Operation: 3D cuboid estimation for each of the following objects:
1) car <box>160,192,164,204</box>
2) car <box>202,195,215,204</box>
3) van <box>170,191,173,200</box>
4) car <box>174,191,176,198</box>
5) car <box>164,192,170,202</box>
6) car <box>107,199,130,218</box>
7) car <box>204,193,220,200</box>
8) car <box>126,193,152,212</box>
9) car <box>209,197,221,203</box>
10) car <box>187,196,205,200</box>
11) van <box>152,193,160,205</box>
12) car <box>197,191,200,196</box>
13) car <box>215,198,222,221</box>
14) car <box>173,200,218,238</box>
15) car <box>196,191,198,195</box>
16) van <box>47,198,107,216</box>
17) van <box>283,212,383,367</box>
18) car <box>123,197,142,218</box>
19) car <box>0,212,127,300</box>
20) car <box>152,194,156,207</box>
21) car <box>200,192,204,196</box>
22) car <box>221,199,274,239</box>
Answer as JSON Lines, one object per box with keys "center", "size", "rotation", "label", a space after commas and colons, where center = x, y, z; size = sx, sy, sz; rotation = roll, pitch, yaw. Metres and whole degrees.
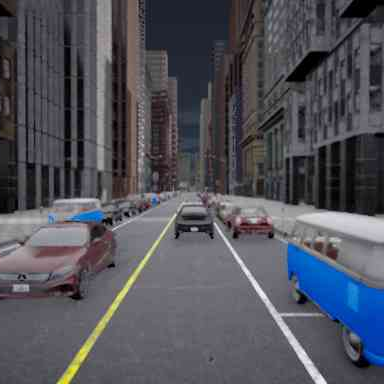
{"center": [-5.755, 1.111, 50.530], "size": [1.967, 1.590, 4.097], "rotation": [0, 0, 0], "label": "car"}
{"center": [2.772, 1.181, 56.174], "size": [1.887, 1.381, 4.507], "rotation": [0, 0, 0], "label": "car"}
{"center": [-5.751, 0.868, 73.075], "size": [1.690, 1.788, 3.998], "rotation": [0, 0, 0], "label": "van"}
{"center": [-5.748, 1.007, 84.349], "size": [2.008, 1.369, 4.403], "rotation": [0, 0, 0], "label": "car"}
{"center": [-5.753, 1.039, 61.803], "size": [1.967, 1.590, 4.097], "rotation": [0, 0, 0], "label": "car"}
{"center": [-5.760, 1.419, 22.348], "size": [1.947, 1.339, 4.313], "rotation": [0, 0, 0], "label": "car"}
{"center": [2.768, 1.186, 39.264], "size": [1.967, 1.590, 4.097], "rotation": [0, 0, 0], "label": "car"}
{"center": [-5.759, 1.095, 33.619], "size": [2.192, 1.841, 5.009], "rotation": [0, 0, 0], "label": "car"}
{"center": [2.766, 1.369, 27.993], "size": [2.008, 1.369, 4.403], "rotation": [0, 0, 0], "label": "car"}
{"center": [0.107, 1.373, 35.034], "size": [1.895, 1.301, 4.718], "rotation": [0, 0, 0], "label": "car"}
{"center": [-5.756, 1.048, 44.893], "size": [1.690, 1.788, 3.998], "rotation": [0, 0, 0], "label": "van"}
{"center": [2.775, 0.968, 73.081], "size": [1.967, 1.590, 4.097], "rotation": [0, 0, 0], "label": "car"}
{"center": [2.765, 1.379, 22.527], "size": [1.752, 1.417, 4.829], "rotation": [0, 0, 0], "label": "car"}
{"center": [0.104, 1.392, 17.110], "size": [1.837, 1.490, 4.892], "rotation": [0, 0, 0], "label": "car"}
{"center": [2.777, 1.024, 84.355], "size": [1.947, 1.339, 4.313], "rotation": [0, 0, 0], "label": "car"}
{"center": [-5.762, 1.231, 16.709], "size": [1.690, 1.788, 3.998], "rotation": [0, 0, 0], "label": "van"}
{"center": [2.761, 1.305, 5.447], "size": [1.690, 1.788, 3.998], "rotation": [0, 0, 0], "label": "van"}
{"center": [-5.759, 1.382, 27.984], "size": [1.947, 1.339, 4.313], "rotation": [0, 0, 0], "label": "car"}
{"center": [-3.095, 1.470, 8.359], "size": [1.812, 1.442, 4.674], "rotation": [0, 0, 0], "label": "car"}
{"center": [-5.757, 1.288, 39.257], "size": [1.887, 1.381, 4.507], "rotation": [0, 0, 0], "label": "car"}
{"center": [2.770, 0.988, 50.537], "size": [2.192, 1.841, 5.009], "rotation": [0, 0, 0], "label": "car"}
{"center": [2.763, 1.331, 16.720], "size": [1.967, 1.590, 4.097], "rotation": [0, 0, 0], "label": "car"}
